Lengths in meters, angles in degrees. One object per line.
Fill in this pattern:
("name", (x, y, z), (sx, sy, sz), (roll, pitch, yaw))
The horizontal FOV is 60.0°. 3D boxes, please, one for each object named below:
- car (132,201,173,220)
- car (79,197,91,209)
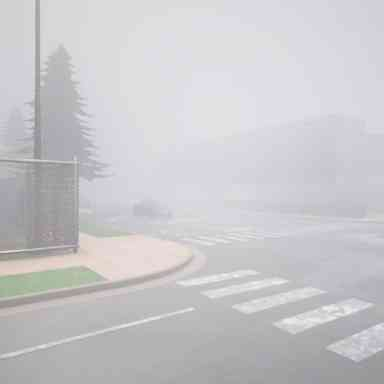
("car", (-3.456, 1.508, 28.592), (2.128, 1.511, 4.902), (0, 0, -35))
("car", (-15.405, 1.508, 45.990), (2.128, 1.511, 4.902), (0, 0, -33))
